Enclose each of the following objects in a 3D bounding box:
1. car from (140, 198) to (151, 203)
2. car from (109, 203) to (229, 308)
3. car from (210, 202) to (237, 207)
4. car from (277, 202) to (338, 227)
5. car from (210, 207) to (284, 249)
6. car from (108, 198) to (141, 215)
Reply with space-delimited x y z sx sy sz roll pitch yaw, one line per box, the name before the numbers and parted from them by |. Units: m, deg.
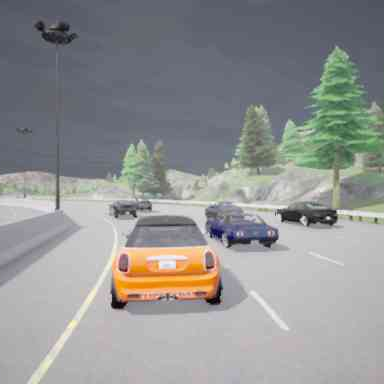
car | -5.947 1.405 36.996 2.128 1.511 4.902 0 0 -27
car | -0.661 1.330 8.131 2.097 1.767 4.553 0 0 -6
car | 2.414 1.472 26.176 1.994 1.385 4.181 0 0 -18
car | 7.364 1.377 21.877 1.882 1.535 5.008 0 0 -15
car | 1.919 1.548 14.356 1.895 1.301 4.718 0 0 -10
car | -6.148 1.443 29.220 1.837 1.490 4.892 0 0 -22
